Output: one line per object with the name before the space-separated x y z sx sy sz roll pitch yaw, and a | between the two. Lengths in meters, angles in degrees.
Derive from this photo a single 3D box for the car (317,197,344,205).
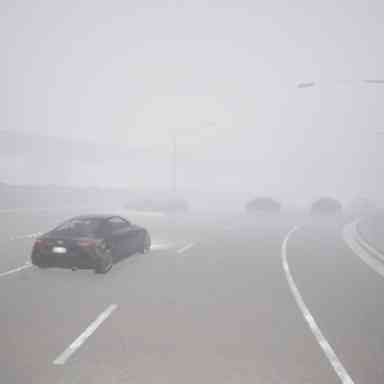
car | 25.452 1.681 61.023 5.357 1.411 2.033 3 -1 -38

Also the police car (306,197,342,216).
police car | 12.757 1.272 31.440 1.930 1.638 5.238 1 1 36

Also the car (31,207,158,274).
car | -2.743 1.352 9.986 1.994 1.385 4.181 1 1 13

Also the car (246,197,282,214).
car | 7.008 1.224 31.949 1.882 1.535 5.008 0 0 37

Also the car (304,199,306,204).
car | 23.374 1.594 63.840 4.181 1.385 1.994 3 -1 -38

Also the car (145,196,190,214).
car | -1.903 1.164 30.262 1.994 1.385 4.181 1 0 31

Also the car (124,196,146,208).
car | -4.708 1.095 32.388 1.994 1.385 4.181 1 0 31

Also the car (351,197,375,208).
car | 23.442 1.472 45.599 4.674 1.442 1.812 2 0 -42
